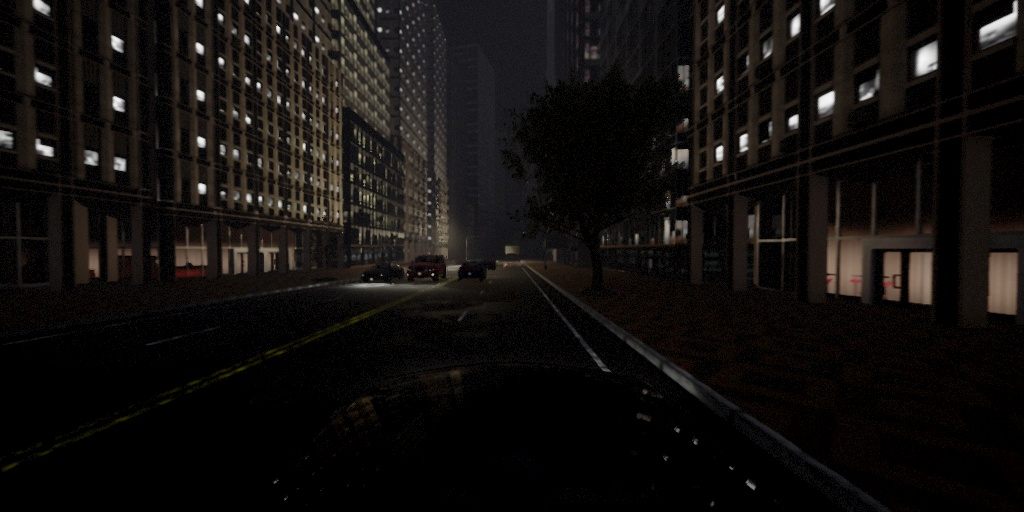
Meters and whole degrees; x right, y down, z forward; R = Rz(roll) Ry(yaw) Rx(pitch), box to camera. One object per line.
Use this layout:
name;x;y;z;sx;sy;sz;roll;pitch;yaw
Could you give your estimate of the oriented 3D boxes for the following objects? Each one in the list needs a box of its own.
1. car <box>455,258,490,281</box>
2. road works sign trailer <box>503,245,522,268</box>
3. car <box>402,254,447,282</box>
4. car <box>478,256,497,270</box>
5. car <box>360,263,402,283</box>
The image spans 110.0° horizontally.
car;-3.137;1.151;29.060;1.882;1.535;5.008;0;0;0
road works sign trailer;0.035;0.068;54.796;2.380;3.560;2.880;0;0;1
car;-6.585;0.896;28.306;2.150;2.045;5.566;0;0;0
car;-3.123;1.098;48.446;1.882;1.535;5.008;0;0;0
car;-9.835;1.224;27.763;2.033;1.411;5.357;0;0;0
